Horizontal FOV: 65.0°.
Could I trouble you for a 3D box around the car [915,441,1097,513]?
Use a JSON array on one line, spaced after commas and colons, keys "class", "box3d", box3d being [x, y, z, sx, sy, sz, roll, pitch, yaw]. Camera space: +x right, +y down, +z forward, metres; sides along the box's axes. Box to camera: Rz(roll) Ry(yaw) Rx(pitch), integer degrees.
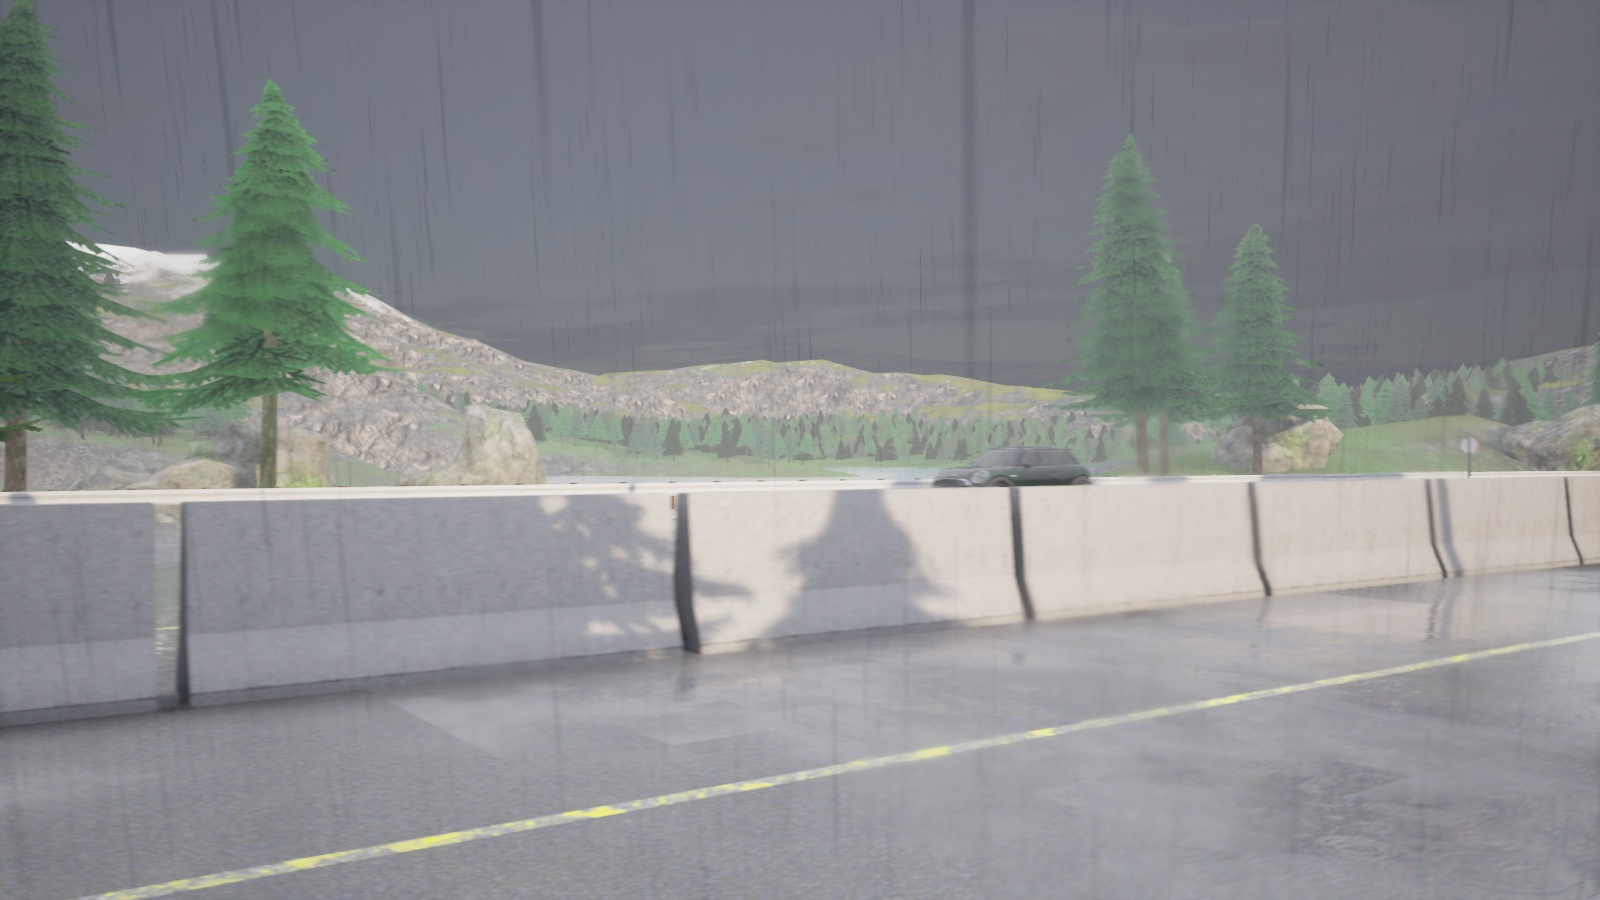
[{"class": "car", "box3d": [5.455, 0.673, 33.086, 4.553, 1.767, 2.097, 0, 0, -35]}]
